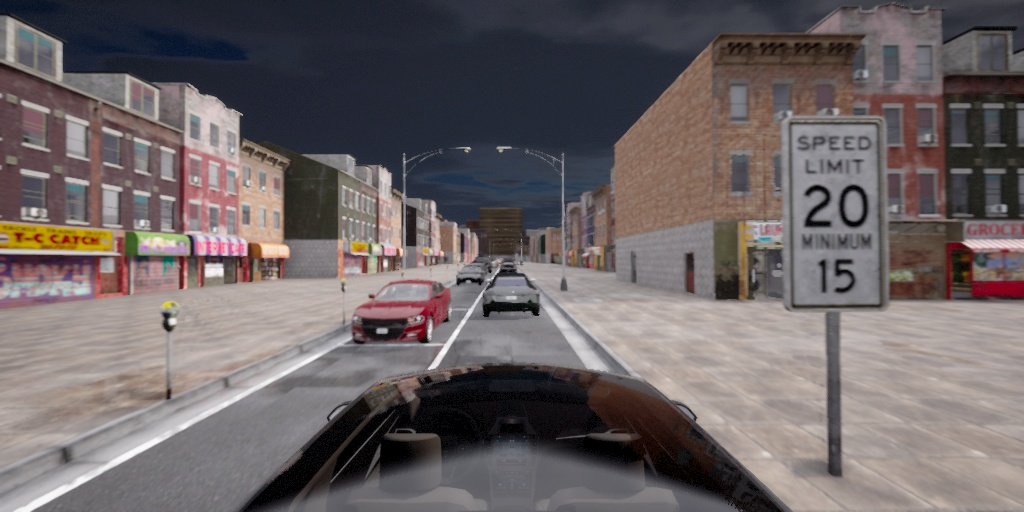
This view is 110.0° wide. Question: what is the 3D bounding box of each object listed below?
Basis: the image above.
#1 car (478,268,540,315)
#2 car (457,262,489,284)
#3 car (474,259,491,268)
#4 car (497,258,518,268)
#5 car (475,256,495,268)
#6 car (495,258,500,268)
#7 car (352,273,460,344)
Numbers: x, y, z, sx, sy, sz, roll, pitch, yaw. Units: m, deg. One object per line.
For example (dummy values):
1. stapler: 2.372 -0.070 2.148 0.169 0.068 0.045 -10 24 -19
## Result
1. car: -0.046 1.319 13.540 1.994 1.385 4.181 0 0 -1
2. car: -2.942 1.353 26.154 1.948 1.339 4.313 0 0 -1
3. car: -3.472 1.318 36.859 1.837 1.490 4.892 0 0 -1
4. car: -0.403 1.314 39.832 1.837 1.490 4.892 0 0 -1
5. car: -3.528 1.064 43.891 2.150 2.045 5.566 0 0 -1
6. car: -3.382 1.446 59.113 2.007 1.370 4.403 0 0 -1
7. car: -2.722 1.311 9.676 1.888 1.381 4.507 0 0 -1
